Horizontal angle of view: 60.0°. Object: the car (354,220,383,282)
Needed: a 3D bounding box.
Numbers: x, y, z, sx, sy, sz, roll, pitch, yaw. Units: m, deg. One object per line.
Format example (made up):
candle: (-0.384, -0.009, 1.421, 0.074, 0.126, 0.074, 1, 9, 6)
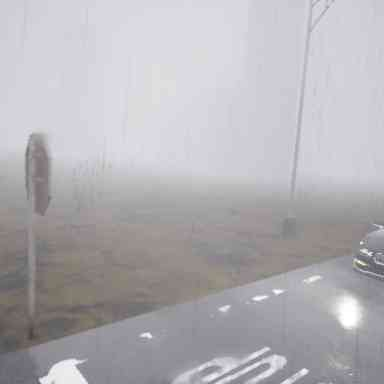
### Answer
car: (5.425, 1.118, 7.406, 4.892, 1.490, 1.837, -1, 7, -41)
